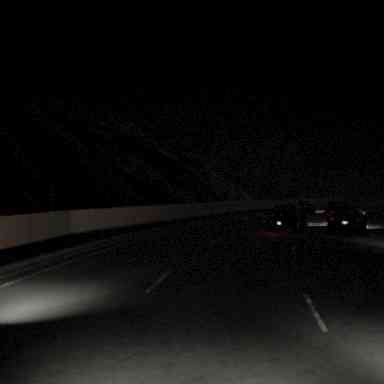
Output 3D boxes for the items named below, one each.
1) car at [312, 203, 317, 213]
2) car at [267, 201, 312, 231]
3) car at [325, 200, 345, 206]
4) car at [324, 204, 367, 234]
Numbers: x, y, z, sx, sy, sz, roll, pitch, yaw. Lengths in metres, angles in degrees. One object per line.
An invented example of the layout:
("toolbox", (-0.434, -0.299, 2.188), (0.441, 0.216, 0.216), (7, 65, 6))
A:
("car", (13.054, 1.741, 38.717), (1.994, 1.385, 4.181), (0, 0, 35))
("car", (6.283, 1.598, 21.698), (1.837, 1.490, 4.892), (0, 0, 28))
("car", (16.074, 1.683, 36.890), (2.128, 1.511, 4.902), (0, 0, 34))
("car", (9.420, 1.673, 20.138), (1.994, 1.385, 4.181), (0, 0, 29))
